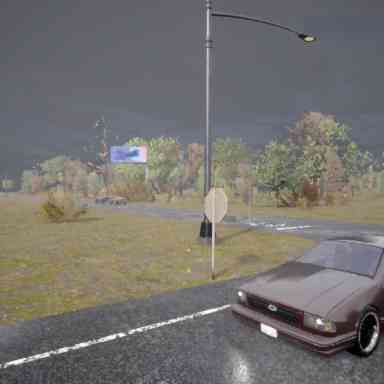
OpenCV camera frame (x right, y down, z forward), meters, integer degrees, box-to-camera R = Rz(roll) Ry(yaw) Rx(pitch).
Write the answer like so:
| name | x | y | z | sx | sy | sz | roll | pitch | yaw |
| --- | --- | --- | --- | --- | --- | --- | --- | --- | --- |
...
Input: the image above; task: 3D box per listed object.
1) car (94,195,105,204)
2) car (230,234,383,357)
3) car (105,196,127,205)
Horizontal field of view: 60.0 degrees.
| name | x | y | z | sx | sy | sz | roll | pitch | yaw |
| --- | --- | --- | --- | --- | --- | --- | --- | --- | --- |
| car | -16.355 | 1.396 | 60.895 | 1.837 | 1.490 | 4.892 | 0 | 0 | -34 |
| car | 3.245 | 1.548 | 6.205 | 5.357 | 1.411 | 2.033 | 0 | 0 | -35 |
| car | -12.292 | 1.430 | 54.895 | 1.812 | 1.442 | 4.674 | 0 | 0 | -33 |
